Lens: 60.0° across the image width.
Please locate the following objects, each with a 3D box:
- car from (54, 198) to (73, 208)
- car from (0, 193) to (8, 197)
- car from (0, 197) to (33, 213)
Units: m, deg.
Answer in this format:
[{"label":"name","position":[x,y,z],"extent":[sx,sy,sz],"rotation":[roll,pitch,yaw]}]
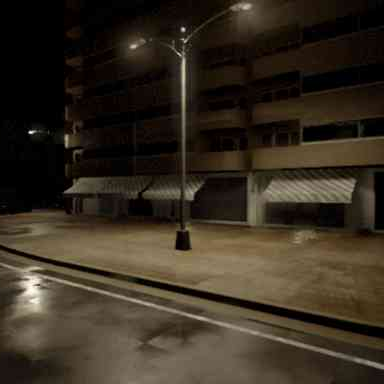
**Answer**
[{"label":"car","position":[-17.027,1.458,46.612],"extent":[1.837,1.490,4.892],"rotation":[0,0,22]},{"label":"car","position":[-22.345,1.177,38.022],"extent":[2.150,2.045,5.566],"rotation":[0,0,5]},{"label":"car","position":[-19.194,1.505,35.660],"extent":[2.033,1.411,5.357],"rotation":[0,0,2]}]
